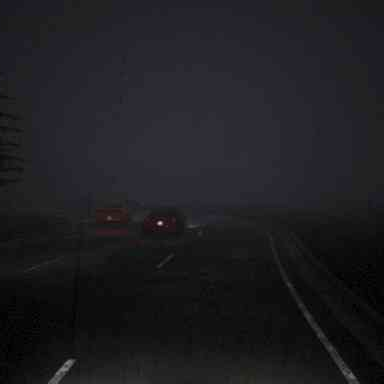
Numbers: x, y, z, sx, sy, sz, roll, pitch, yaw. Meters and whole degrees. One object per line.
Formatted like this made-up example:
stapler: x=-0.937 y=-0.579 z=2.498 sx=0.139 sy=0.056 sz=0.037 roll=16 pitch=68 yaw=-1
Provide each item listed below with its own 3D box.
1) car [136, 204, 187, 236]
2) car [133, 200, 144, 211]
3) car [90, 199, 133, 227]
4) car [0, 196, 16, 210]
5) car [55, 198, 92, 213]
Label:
car: x=-1.371 y=1.450 z=17.770 sx=1.994 sy=1.385 sz=4.181 roll=0 pitch=0 yaw=4
car: x=-7.435 y=1.362 z=35.460 sx=4.718 sy=1.301 sz=1.895 roll=0 pitch=0 yaw=33
car: x=-5.107 y=1.330 z=21.708 sx=1.882 sy=1.535 sz=5.008 roll=1 pitch=0 yaw=-7
car: x=-22.435 y=1.213 z=37.151 sx=4.892 sy=1.490 sz=1.837 roll=0 pitch=0 yaw=-17
car: x=-11.253 y=1.307 z=33.842 sx=5.357 sy=1.411 sz=2.033 roll=0 pitch=0 yaw=21
